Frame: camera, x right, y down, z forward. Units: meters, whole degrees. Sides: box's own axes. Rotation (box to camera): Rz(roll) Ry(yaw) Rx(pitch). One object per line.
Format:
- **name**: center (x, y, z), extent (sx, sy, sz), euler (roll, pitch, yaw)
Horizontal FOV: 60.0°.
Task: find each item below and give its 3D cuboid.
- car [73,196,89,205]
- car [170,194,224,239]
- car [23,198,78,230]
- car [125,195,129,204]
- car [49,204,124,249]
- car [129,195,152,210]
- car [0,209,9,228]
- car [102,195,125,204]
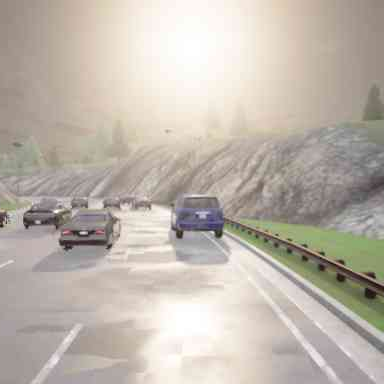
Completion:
- **car**: center (-13.472, 1.253, 39.892), extent (2.128, 1.511, 4.902), euler (0, 0, -17)
- **car**: center (0.134, 1.121, 16.962), extent (2.150, 2.045, 5.566), euler (0, 0, -7)
- **car**: center (-8.574, 1.371, 20.067), extent (2.128, 1.511, 4.902), euler (0, 0, -9)
- **car**: center (-10.127, 1.199, 51.099), extent (1.837, 1.490, 4.892), euler (0, 0, -24)
- **car**: center (-4.113, 1.463, 14.076), extent (2.033, 1.411, 5.357), euler (0, 0, -7)
- **car**: center (-6.025, 1.289, 39.486), extent (1.812, 1.442, 4.674), euler (0, 0, -18)
- **car**: center (-11.859, 1.245, 18.200), extent (2.097, 1.767, 4.553), euler (0, 0, -8)
- **car**: center (-9.803, 1.251, 40.164), extent (2.128, 1.511, 4.902), euler (0, 0, -18)
